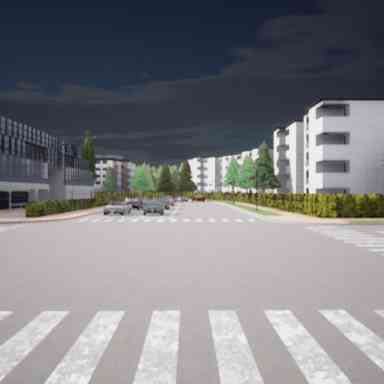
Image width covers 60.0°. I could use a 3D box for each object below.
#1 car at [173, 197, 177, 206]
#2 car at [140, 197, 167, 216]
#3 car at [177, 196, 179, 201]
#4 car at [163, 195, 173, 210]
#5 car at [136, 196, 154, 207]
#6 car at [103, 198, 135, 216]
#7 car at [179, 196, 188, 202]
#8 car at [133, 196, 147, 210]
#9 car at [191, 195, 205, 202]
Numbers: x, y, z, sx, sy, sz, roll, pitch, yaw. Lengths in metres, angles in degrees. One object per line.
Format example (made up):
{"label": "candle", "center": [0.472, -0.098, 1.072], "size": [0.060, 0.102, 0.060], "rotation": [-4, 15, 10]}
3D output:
{"label": "car", "center": [-3.872, 1.326, 52.104], "size": [2.097, 1.767, 4.553], "rotation": [0, 0, 0]}
{"label": "car", "center": [-3.693, 1.489, 32.710], "size": [1.837, 1.490, 4.892], "rotation": [0, 0, -2]}
{"label": "car", "center": [-4.502, 1.461, 67.458], "size": [2.128, 1.511, 4.902], "rotation": [0, 0, -9]}
{"label": "car", "center": [-3.813, 1.484, 42.115], "size": [1.837, 1.490, 4.892], "rotation": [0, 0, 0]}
{"label": "car", "center": [-7.398, 1.466, 52.717], "size": [2.128, 1.511, 4.902], "rotation": [0, 0, 0]}
{"label": "car", "center": [-7.279, 1.585, 32.703], "size": [1.895, 1.301, 4.718], "rotation": [0, 0, 1]}
{"label": "car", "center": [-2.354, 1.559, 73.642], "size": [1.895, 1.301, 4.718], "rotation": [0, 0, -17]}
{"label": "car", "center": [-7.317, 1.526, 42.354], "size": [2.033, 1.411, 5.357], "rotation": [0, 0, 0]}
{"label": "car", "center": [1.301, 1.441, 73.582], "size": [1.882, 1.535, 5.008], "rotation": [0, 0, -17]}
